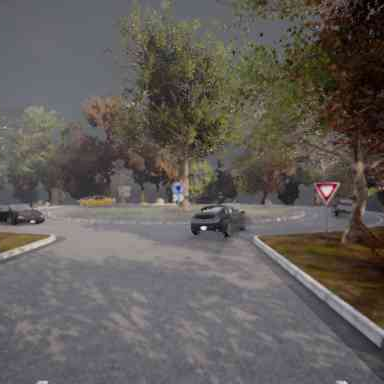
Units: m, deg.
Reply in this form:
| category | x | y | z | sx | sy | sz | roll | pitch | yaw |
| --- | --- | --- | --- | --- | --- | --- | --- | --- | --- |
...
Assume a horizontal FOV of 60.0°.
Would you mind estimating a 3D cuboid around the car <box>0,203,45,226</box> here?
| category | x | y | z | sx | sy | sz | roll | pitch | yaw |
| --- | --- | --- | --- | --- | --- | --- | --- | --- | --- |
| car | -12.106 | 1.470 | 22.739 | 5.357 | 1.411 | 2.033 | 0 | 0 | 40 |

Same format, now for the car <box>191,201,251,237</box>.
| category | x | y | z | sx | sy | sz | roll | pitch | yaw |
| --- | --- | --- | --- | --- | --- | --- | --- | --- | --- |
| car | 1.616 | 1.446 | 17.818 | 1.837 | 1.490 | 4.892 | -3 | -1 | 26 |

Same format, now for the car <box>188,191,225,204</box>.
| category | x | y | z | sx | sy | sz | roll | pitch | yaw |
| --- | --- | --- | --- | --- | --- | --- | --- | --- | --- |
| car | 2.261 | 0.863 | 50.720 | 5.566 | 2.045 | 2.150 | 0 | 0 | 13 |

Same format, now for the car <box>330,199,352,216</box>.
| category | x | y | z | sx | sy | sz | roll | pitch | yaw |
| --- | --- | --- | --- | --- | --- | --- | --- | --- | --- |
| car | 14.126 | 1.389 | 31.138 | 2.128 | 1.511 | 4.902 | 0 | 0 | 17 |

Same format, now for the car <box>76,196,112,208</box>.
| category | x | y | z | sx | sy | sz | roll | pitch | yaw |
| --- | --- | --- | --- | --- | --- | --- | --- | --- | --- |
| car | -13.408 | 1.325 | 45.767 | 5.008 | 1.535 | 1.882 | 0 | -1 | -45 |
